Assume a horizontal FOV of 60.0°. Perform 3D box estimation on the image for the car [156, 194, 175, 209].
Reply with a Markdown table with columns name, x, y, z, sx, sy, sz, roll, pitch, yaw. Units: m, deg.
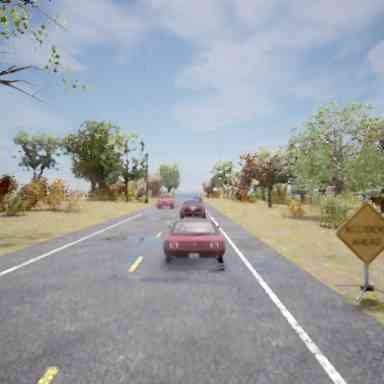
| name | x | y | z | sx | sy | sz | roll | pitch | yaw |
| --- | --- | --- | --- | --- | --- | --- | --- | --- | --- |
| car | -3.594 | 1.299 | 45.959 | 2.150 | 2.045 | 5.566 | 0 | 0 | 0 |

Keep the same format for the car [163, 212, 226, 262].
| name | x | y | z | sx | sy | sz | roll | pitch | yaw |
| --- | --- | --- | --- | --- | --- | --- | --- | --- | --- |
| car | 0.079 | 1.612 | 12.095 | 1.895 | 1.301 | 4.718 | 0 | 0 | 0 |

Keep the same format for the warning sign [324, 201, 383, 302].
| name | x | y | z | sx | sy | sz | roll | pitch | yaw |
| --- | --- | --- | --- | --- | --- | --- | --- | --- | --- |
| warning sign | 3.543 | 1.121 | 6.759 | 1.300 | 1.860 | 1.060 | 0 | 0 | 0 |

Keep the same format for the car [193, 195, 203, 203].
| name | x | y | z | sx | sy | sz | roll | pitch | yaw |
| --- | --- | --- | --- | --- | --- | --- | --- | --- | --- |
| car | 1.207 | 1.526 | 71.724 | 2.097 | 1.767 | 4.553 | 0 | 0 | 0 |

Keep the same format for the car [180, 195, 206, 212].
| name | x | y | z | sx | sy | sz | roll | pitch | yaw |
| --- | --- | --- | --- | --- | --- | --- | --- | --- | --- |
| car | 0.077 | 1.387 | 28.571 | 2.097 | 1.767 | 4.553 | 0 | 0 | 0 |
